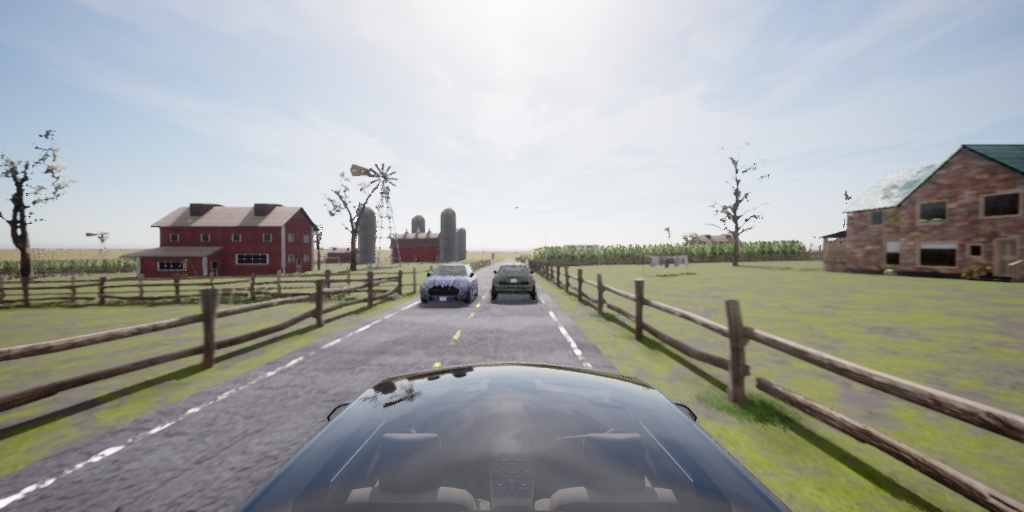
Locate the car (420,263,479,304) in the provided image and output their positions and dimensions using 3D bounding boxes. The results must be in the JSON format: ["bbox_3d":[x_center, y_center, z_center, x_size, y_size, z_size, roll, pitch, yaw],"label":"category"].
[{"bbox_3d":[-2.758,1.128,16.581,2.097,1.767,4.553,0,0,0],"label":"car"}]

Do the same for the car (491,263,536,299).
[{"bbox_3d":[0.084,1.127,18.427,2.097,1.767,4.553,0,0,0],"label":"car"}]
